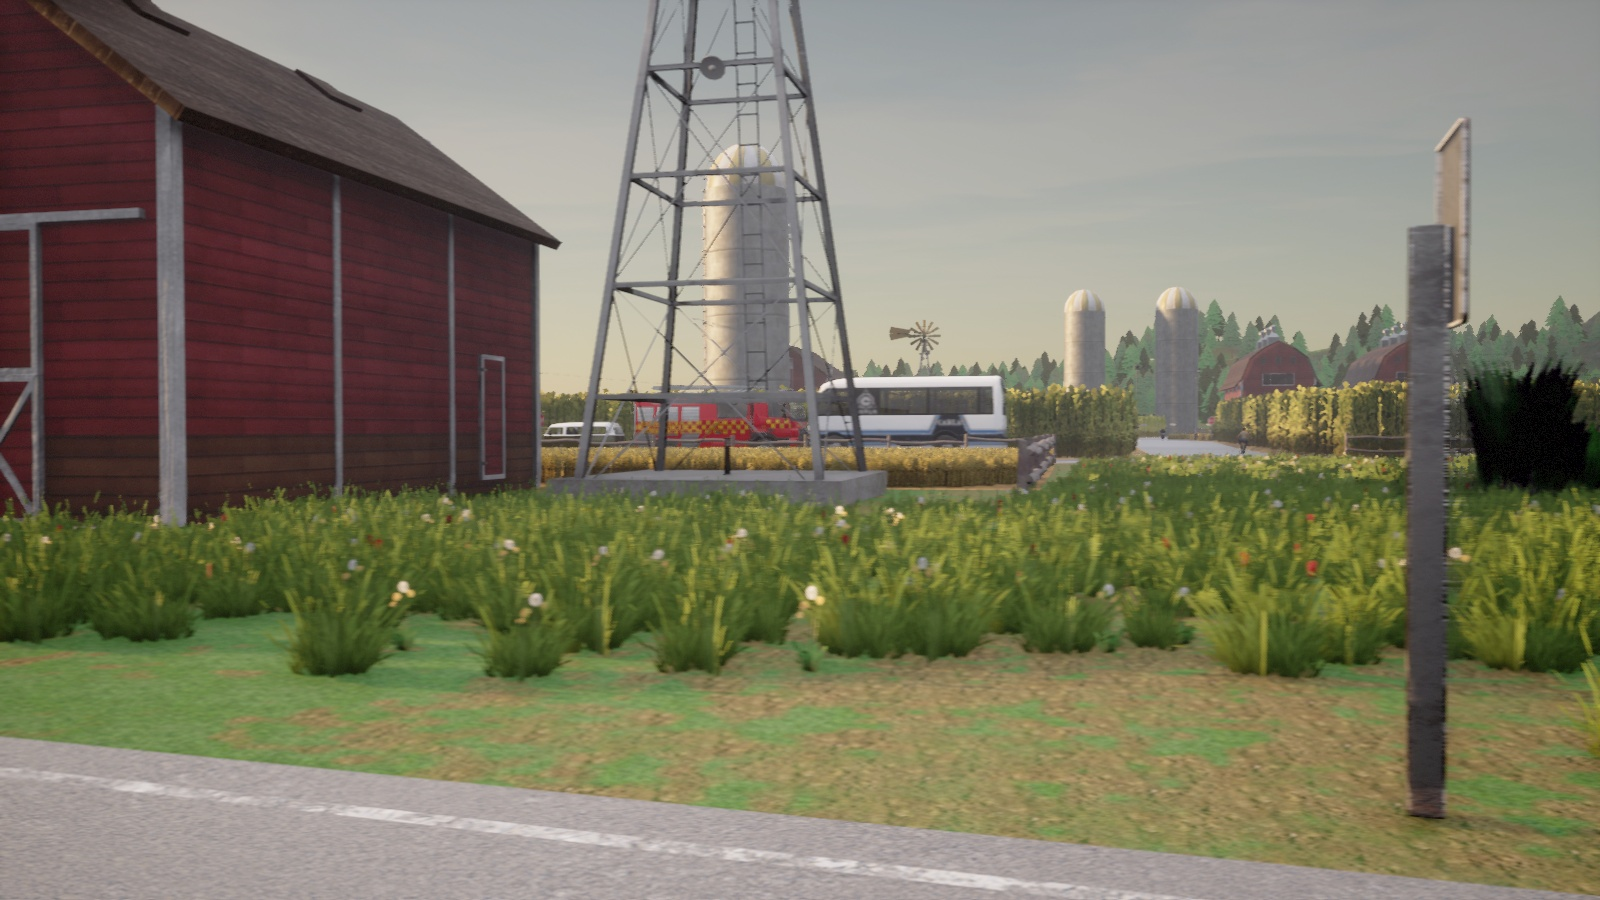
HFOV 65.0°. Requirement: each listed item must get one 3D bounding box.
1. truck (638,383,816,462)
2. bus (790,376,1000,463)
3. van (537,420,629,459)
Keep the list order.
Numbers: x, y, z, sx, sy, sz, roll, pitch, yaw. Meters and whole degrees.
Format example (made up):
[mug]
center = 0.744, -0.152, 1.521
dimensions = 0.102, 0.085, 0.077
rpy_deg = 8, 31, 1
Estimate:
[truck]
center = -3.645, -1.365, 63.250
dimensions = 8.468, 3.827, 2.891
rpy_deg = 0, 1, 13
[bus]
center = 4.944, -1.563, 64.450
dimensions = 10.273, 4.253, 3.944
rpy_deg = 0, 1, 13
[van]
center = -11.796, -0.588, 68.321
dimensions = 4.480, 2.038, 2.069
rpy_deg = 0, 1, 13
